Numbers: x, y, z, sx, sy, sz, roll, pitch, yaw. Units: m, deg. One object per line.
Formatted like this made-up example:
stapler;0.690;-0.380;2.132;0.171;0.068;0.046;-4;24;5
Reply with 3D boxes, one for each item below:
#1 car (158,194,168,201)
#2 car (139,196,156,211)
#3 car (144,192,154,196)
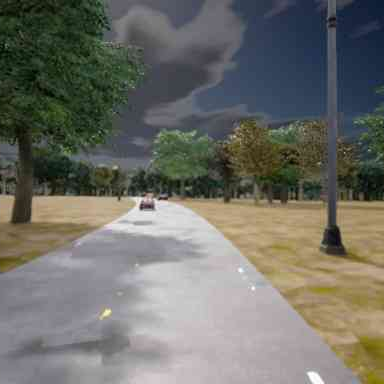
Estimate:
car;-6.664;1.283;75.418;1.882;1.535;5.008;0;0;-12
car;-5.258;1.517;39.270;1.895;1.301;4.718;0;0;-6
car;-11.773;1.052;93.971;1.882;1.535;5.008;0;0;-13
